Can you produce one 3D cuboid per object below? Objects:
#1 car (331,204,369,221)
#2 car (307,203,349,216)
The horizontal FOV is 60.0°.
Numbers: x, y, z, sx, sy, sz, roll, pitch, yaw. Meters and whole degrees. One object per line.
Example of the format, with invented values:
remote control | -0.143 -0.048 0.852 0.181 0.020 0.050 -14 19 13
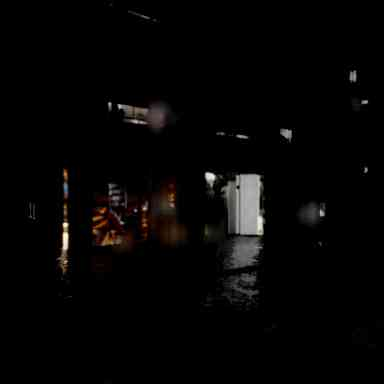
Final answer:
car | 14.062 1.890 30.988 1.994 1.385 4.181 0 -1 -35
car | 15.579 2.004 38.252 1.802 1.307 4.206 0 0 -35
